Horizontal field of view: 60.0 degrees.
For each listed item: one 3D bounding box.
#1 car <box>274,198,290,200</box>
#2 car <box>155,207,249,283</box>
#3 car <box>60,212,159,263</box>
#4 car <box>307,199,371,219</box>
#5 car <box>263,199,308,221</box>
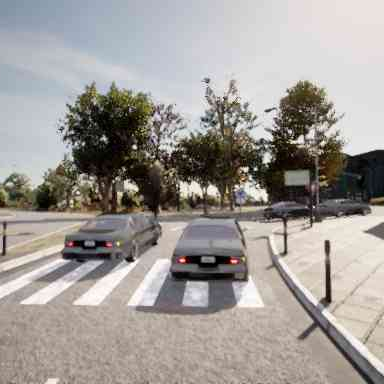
[{"bbox_3d":[19.179,2.420,73.877,5.566,2.045,2.150,-3,-5,41],"label":"car"},{"bbox_3d":[0.596,1.388,9.326,2.033,1.411,5.357,0,1,6],"label":"car"},{"bbox_3d":[-2.404,1.389,11.346,2.033,1.411,5.357,-1,1,7],"label":"car"},{"bbox_3d":[12.000,1.325,26.347,4.902,1.511,2.128,-1,-3,-25],"label":"car"},{"bbox_3d":[8.248,1.602,28.036,4.892,1.490,1.837,-2,-4,-29],"label":"car"}]
